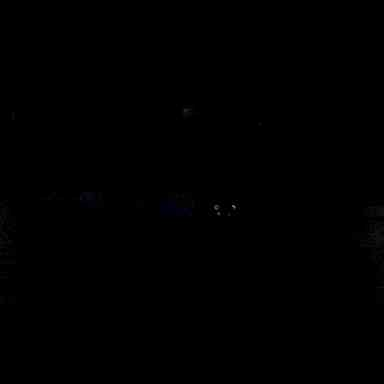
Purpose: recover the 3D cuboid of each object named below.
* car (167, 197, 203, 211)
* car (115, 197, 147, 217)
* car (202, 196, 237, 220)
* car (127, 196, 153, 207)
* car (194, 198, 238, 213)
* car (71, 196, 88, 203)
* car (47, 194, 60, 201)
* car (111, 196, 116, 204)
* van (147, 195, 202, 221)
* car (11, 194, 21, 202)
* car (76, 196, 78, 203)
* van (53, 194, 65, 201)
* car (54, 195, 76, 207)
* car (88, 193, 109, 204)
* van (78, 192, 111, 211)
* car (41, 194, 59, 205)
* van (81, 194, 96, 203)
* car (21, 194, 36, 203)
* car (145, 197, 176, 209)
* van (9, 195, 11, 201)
[{"bbox_3d":[-0.882,1.317,38.057,1.887,1.381,4.507,0,0,-36],"label":"car"},{"bbox_3d":[-4.601,1.313,28.588,1.887,1.381,4.507,0,0,-36],"label":"car"},{"bbox_3d":[1.299,1.085,25.153,2.097,1.767,4.553,0,0,-36],"label":"car"},{"bbox_3d":[-7.444,1.343,47.159,1.752,1.417,4.829,0,0,-36],"label":"car"},{"bbox_3d":[2.350,1.295,33.575,1.887,1.381,4.507,0,0,-36],"label":"car"},{"bbox_3d":[-23.501,1.482,69.431,2.008,1.369,4.403,0,0,-36],"label":"car"},{"bbox_3d":[-36.429,1.338,87.358,2.192,1.841,5.009,0,0,-36],"label":"car"},{"bbox_3d":[-13.807,1.407,55.985,1.887,1.381,4.507,0,0,-36],"label":"car"},{"bbox_3d":[-1.373,1.088,24.105,1.690,1.788,3.998,0,0,-36],"label":"van"},{"bbox_3d":[-40.126,1.333,77.899,2.192,1.841,5.009,0,0,-36],"label":"car"},{"bbox_3d":[-13.712,1.033,45.983,2.150,2.045,5.566,0,0,-36],"label":"car"},{"bbox_3d":[-33.197,1.341,82.876,1.690,1.788,3.998,0,0,-36],"label":"van"},{"bbox_3d":[-17.519,1.440,46.519,1.802,1.307,4.206,0,0,-36],"label":"car"},{"bbox_3d":[-17.040,1.200,60.467,2.192,1.841,5.009,0,0,-36],"label":"car"},{"bbox_3d":[-11.061,1.154,37.554,1.690,1.788,3.998,0,0,-36],"label":"van"},{"bbox_3d":[-23.978,1.454,55.485,2.008,1.369,4.403,0,0,-36],"label":"car"},{"bbox_3d":[-20.271,1.249,64.949,1.690,1.788,3.998,0,0,-36],"label":"van"},{"bbox_3d":[-33.567,1.497,68.796,1.752,1.417,4.829,0,0,-36],"label":"car"},{"bbox_3d":[-4.113,1.339,42.539,1.887,1.381,4.507,0,0,-36],"label":"car"},{"bbox_3d":[-43.356,1.383,82.382,1.690,1.788,3.998,0,0,-36],"label":"van"}]
